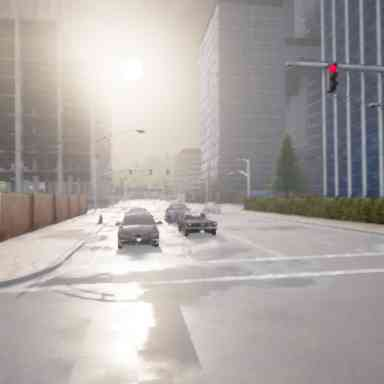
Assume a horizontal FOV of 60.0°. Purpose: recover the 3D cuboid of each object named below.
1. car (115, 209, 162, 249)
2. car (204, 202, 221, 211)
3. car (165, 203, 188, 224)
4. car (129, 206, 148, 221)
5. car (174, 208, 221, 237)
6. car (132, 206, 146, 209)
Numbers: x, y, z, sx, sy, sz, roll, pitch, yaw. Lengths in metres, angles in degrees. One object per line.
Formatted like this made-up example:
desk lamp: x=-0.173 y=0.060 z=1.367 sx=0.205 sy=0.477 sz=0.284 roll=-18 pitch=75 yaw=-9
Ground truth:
car: x=-2.616 y=1.803 z=16.422 sx=1.837 sy=1.490 sz=4.892 roll=-1 pitch=-1 yaw=-9
car: x=2.929 y=2.215 z=48.586 sx=1.812 sy=1.442 sz=4.674 roll=-1 pitch=-1 yaw=-9
car: x=-1.198 y=1.820 z=29.571 sx=2.097 sy=1.767 sz=4.553 roll=-1 pitch=-1 yaw=-9
car: x=-5.596 y=2.195 z=34.952 sx=1.895 sy=1.301 sz=4.718 roll=-1 pitch=-1 yaw=-9
car: x=0.242 y=1.926 z=20.655 sx=1.895 sy=1.301 sz=4.718 roll=-1 pitch=-1 yaw=-9
car: x=-4.095 y=1.970 z=25.534 sx=1.812 sy=1.442 sz=4.674 roll=-1 pitch=-1 yaw=-9
